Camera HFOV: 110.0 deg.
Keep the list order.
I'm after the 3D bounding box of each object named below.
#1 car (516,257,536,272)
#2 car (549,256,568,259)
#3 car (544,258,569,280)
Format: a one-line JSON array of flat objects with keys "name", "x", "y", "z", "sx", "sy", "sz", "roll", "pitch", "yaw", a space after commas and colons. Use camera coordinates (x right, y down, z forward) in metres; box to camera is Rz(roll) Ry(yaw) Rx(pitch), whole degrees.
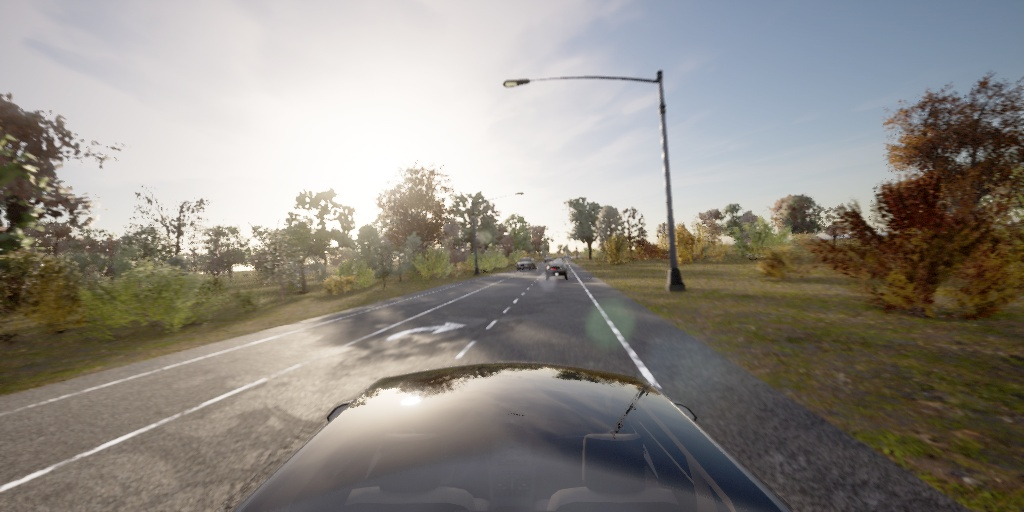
[{"name": "car", "x": 2.165, "y": 1.268, "z": 54.624, "sx": 2.150, "sy": 2.045, "sz": 5.566, "roll": -4, "pitch": 0, "yaw": 15}, {"name": "car", "x": 6.518, "y": 1.203, "z": 50.119, "sx": 1.837, "sy": 1.490, "sz": 4.892, "roll": -4, "pitch": 0, "yaw": 8}, {"name": "car", "x": 3.983, "y": 1.240, "z": 31.902, "sx": 1.837, "sy": 1.490, "sz": 4.892, "roll": -4, "pitch": 0, "yaw": 8}]
